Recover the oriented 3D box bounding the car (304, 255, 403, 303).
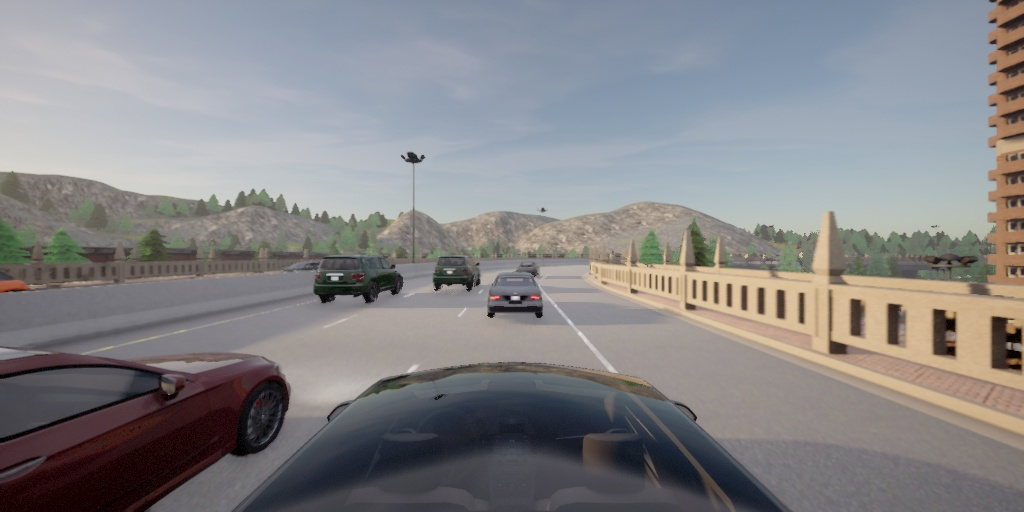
[{"bbox_3d":[-6.887,0.972,16.678,2.150,2.045,5.566,0,0,0],"label":"car"}]

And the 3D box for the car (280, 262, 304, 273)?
[{"bbox_3d":[-19.833,1.256,34.325,1.837,1.490,4.892,0,0,9],"label":"car"}]

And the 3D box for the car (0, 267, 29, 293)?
[{"bbox_3d":[-17.574,1.101,10.323,2.097,1.767,4.553,0,0,0],"label":"car"}]

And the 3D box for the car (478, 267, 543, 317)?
[{"bbox_3d":[0.098,1.298,13.143,2.033,1.411,5.357,0,0,0],"label":"car"}]

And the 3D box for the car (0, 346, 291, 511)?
[{"bbox_3d":[-3.413,1.276,2.118,1.812,1.442,4.674,0,0,0],"label":"car"}]

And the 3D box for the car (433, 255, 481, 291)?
[{"bbox_3d":[-3.267,0.972,22.126,2.150,2.045,5.566,0,0,2],"label":"car"}]

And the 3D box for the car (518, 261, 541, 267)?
[{"bbox_3d":[1.661,1.242,34.634,2.128,1.511,4.902,0,0,10],"label":"car"}]
